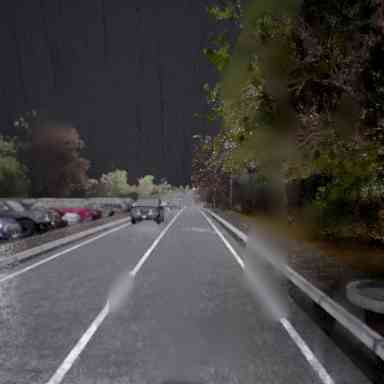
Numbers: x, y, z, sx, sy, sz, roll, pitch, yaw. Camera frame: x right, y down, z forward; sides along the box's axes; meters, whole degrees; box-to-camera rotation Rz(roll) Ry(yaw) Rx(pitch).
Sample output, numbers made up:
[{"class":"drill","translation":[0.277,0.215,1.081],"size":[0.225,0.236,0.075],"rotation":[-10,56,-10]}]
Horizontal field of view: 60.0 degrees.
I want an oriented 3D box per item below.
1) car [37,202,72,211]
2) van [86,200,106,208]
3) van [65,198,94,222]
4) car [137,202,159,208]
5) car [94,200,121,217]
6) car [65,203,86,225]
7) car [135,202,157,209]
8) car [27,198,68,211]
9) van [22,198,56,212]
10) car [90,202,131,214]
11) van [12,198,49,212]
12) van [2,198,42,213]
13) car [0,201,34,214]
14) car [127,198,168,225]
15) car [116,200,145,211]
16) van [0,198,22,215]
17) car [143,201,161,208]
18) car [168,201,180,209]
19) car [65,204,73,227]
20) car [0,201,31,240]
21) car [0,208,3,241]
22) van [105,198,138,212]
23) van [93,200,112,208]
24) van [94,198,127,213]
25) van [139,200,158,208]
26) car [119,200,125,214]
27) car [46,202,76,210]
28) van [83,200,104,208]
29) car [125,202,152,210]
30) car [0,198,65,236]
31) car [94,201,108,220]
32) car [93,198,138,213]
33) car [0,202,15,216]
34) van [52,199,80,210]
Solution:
[{"class":"car","translation":[-23.531,2.416,57.078],"size":[5.008,1.535,2.097],"rotation":[0,-2,0]},{"class":"van","translation":[-23.705,2.988,82.005],"size":[4.442,1.987,1.878],"rotation":[0,-2,0]},{"class":"van","translation":[-10.509,1.507,26.473],"size":[4.442,1.987,1.878],"rotation":[0,-1,0]},{"class":"car","translation":[-10.474,3.152,79.177],"size":[4.792,1.488,2.163],"rotation":[0,-2,0]},{"class":"car","translation":[-10.380,1.895,34.796],"size":[4.792,1.488,2.163],"rotation":[0,-1,0]},{"class":"car","translation":[-10.389,1.729,23.693],"size":[4.674,1.452,2.002],"rotation":[0,-1,0]},{"class":"car","translation":[-10.468,3.063,76.402],"size":[4.792,1.488,2.163],"rotation":[0,-2,0]},{"class":"car","translation":[-23.502,2.073,54.193],"size":[5.566,2.045,2.435],"rotation":[0,-2,0]},{"class":"van","translation":[-23.641,2.009,51.423],"size":[4.442,1.987,1.878],"rotation":[0,-2,0]},{"class":"car","translation":[-10.457,2.028,43.130],"size":[4.792,1.488,2.163],"rotation":[0,-1,0]},{"class":"van","translation":[-23.636,1.925,48.779],"size":[4.442,1.987,1.878],"rotation":[0,-2,0]},{"class":"van","translation":[-23.396,1.832,45.878],"size":[4.442,1.987,1.878],"rotation":[0,-1,0]},{"class":"car","translation":[-23.513,2.001,43.253],"size":[5.008,1.535,2.097],"rotation":[0,-1,0]},{"class":"car","translation":[-3.416,1.469,26.568],"size":[2.150,2.045,5.566],"rotation":[0,-1,0]},{"class":"car","translation":[-10.425,2.287,56.984],"size":[4.553,1.767,2.185],"rotation":[0,-2,0]},{"class":"van","translation":[-23.385,1.731,40.487],"size":[4.442,1.987,1.878],"rotation":[0,-1,0]},{"class":"car","translation":[-10.552,3.266,87.504],"size":[4.553,1.767,2.185],"rotation":[0,-2,0]},{"class":"car","translation":[-3.459,2.581,67.004],"size":[2.097,1.767,4.553],"rotation":[0,-2,0]},{"class":"car","translation":[-10.410,1.674,20.918],"size":[4.792,1.488,2.163],"rotation":[0,-1,0]},{"class":"car","translation":[-10.400,1.434,15.373],"size":[4.553,1.767,2.185],"rotation":[0,-1,0]},{"class":"car","translation":[-10.370,1.522,12.595],"size":[5.008,1.535,2.097],"rotation":[0,-1,0]},{"class":"van","translation":[-10.322,1.920,48.663],"size":[4.442,1.987,1.878],"rotation":[0,-2,0]},{"class":"van","translation":[-23.492,3.169,87.558],"size":[4.442,1.987,1.878],"rotation":[0,-2,0]},{"class":"van","translation":[-10.305,1.728,40.353],"size":[4.442,1.987,1.878],"rotation":[0,-1,0]},{"class":"van","translation":[-10.626,2.986,81.960],"size":[4.442,1.987,1.878],"rotation":[0,-2,0]},{"class":"car","translation":[-10.418,1.950,37.573],"size":[4.674,1.452,2.002],"rotation":[0,-1,0]},{"class":"car","translation":[-23.540,2.545,59.847],"size":[4.674,1.452,2.002],"rotation":[0,-2,0]},{"class":"van","translation":[-23.466,2.900,79.236],"size":[4.442,1.987,1.878],"rotation":[0,-2,0]},{"class":"car","translation":[-10.468,2.680,65.304],"size":[4.892,1.521,2.231],"rotation":[0,-2,0]},{"class":"car","translation":[-10.346,1.349,18.147],"size":[5.566,2.045,2.435],"rotation":[0,-1,0]},{"class":"car","translation":[-10.404,1.777,29.246],"size":[5.008,1.535,2.097],"rotation":[0,-1,0]},{"class":"car","translation":[-10.461,1.806,45.889],"size":[5.566,2.045,2.435],"rotation":[0,-2,0]},{"class":"car","translation":[-23.311,1.910,37.716],"size":[5.366,1.575,1.946],"rotation":[0,-1,0]},{"class":"van","translation":[-23.665,2.364,62.498],"size":[4.442,1.987,1.878],"rotation":[0,-2,0]}]
